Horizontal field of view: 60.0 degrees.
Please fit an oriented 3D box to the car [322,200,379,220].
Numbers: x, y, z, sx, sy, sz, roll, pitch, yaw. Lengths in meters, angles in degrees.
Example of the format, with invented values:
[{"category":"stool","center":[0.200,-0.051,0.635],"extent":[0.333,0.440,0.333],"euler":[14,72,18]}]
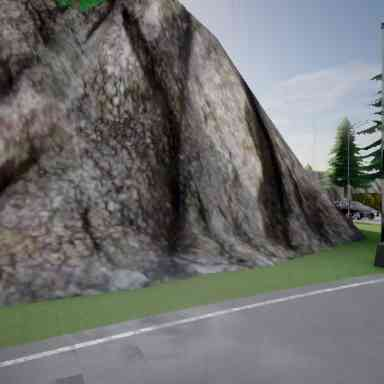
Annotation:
[{"category":"car","center":[13.446,1.492,28.490],"extent":[2.128,1.511,4.902],"euler":[0,0,-25]}]
